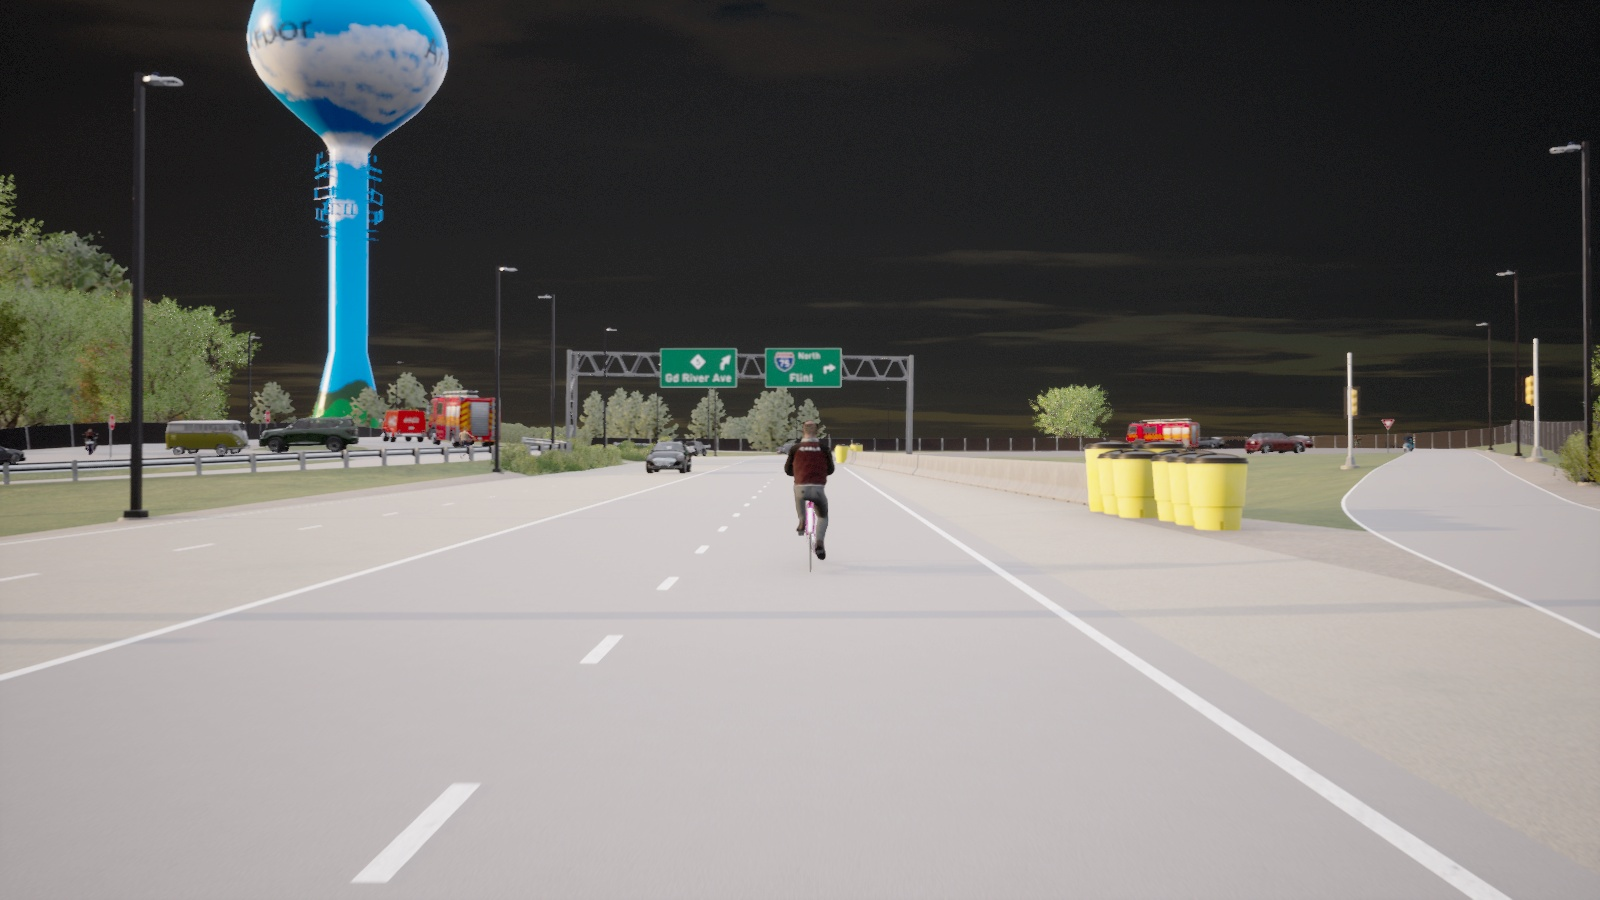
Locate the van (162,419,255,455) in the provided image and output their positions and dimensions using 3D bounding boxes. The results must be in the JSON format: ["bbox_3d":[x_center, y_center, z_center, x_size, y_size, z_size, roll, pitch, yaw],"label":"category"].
[{"bbox_3d":[-33.834,-0.765,71.866,4.442,1.987,1.775,0,3,4],"label":"van"}]

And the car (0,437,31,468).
[{"bbox_3d":[-39.790,0.180,60.504,2.033,1.411,5.357,0,3,1],"label":"car"}]

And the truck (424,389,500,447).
[{"bbox_3d":[-23.761,-2.239,88.002,2.891,3.827,8.468,0,1,-31],"label":"truck"}]

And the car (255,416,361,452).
[{"bbox_3d":[-29.341,-0.969,75.047,5.566,2.045,2.150,-1,3,-9],"label":"car"}]

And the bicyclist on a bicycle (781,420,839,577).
[{"bbox_3d":[0.119,0.539,15.145,0.659,1.776,1.843,0,0,0],"label":"bicyclist on a bicycle"}]

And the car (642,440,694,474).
[{"bbox_3d":[-6.568,0.331,62.897,2.033,1.649,4.856,0,0,0],"label":"car"}]
